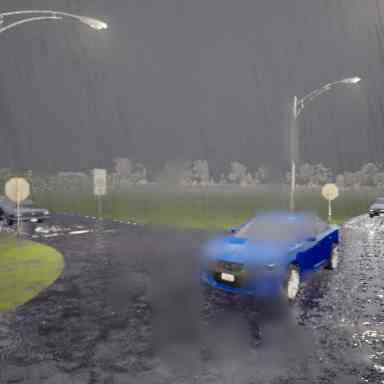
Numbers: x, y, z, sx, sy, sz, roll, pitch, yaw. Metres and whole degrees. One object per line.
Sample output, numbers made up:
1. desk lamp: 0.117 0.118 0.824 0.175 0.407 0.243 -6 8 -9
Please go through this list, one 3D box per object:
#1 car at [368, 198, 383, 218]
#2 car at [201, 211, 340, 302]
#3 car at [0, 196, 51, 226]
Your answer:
1. car: 14.430 1.153 24.553 2.033 1.411 5.357 2 2 37
2. car: 2.184 1.290 8.208 1.882 1.535 5.008 2 2 37
3. car: -9.725 0.905 17.976 5.357 1.411 2.033 2 2 40
